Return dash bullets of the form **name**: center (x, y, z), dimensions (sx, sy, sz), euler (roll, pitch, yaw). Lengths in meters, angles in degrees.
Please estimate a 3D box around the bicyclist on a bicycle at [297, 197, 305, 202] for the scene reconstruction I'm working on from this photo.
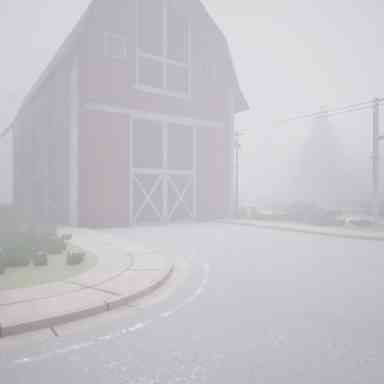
- **bicyclist on a bicycle**: center (13.256, 1.317, 40.202), dimensions (1.656, 1.620, 0.582), euler (46, -25, -24)

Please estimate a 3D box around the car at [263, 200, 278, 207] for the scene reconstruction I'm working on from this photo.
- **car**: center (10.259, 1.548, 38.074), dimensions (1.812, 1.442, 4.674), euler (0, 0, -35)

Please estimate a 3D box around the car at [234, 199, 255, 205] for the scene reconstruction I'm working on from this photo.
- **car**: center (5.500, 1.548, 38.464), dimensions (1.812, 1.442, 4.674), euler (0, 0, -34)

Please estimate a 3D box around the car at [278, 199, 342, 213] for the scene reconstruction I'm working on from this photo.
- **car**: center (10.928, 1.570, 30.579), dimensions (2.033, 1.411, 5.357), euler (0, 0, -35)
